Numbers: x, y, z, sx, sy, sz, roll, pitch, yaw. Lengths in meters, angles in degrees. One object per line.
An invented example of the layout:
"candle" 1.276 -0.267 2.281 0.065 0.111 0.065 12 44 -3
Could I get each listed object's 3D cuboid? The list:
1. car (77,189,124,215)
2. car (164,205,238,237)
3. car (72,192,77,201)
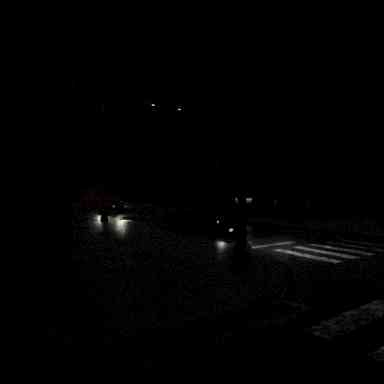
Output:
"car" -7.824 0.764 28.713 2.150 2.045 5.566 0 1 -35
"car" 0.510 1.376 16.866 1.895 1.301 4.718 0 1 -35
"car" -17.182 0.711 47.125 2.033 1.411 5.357 0 1 -35
